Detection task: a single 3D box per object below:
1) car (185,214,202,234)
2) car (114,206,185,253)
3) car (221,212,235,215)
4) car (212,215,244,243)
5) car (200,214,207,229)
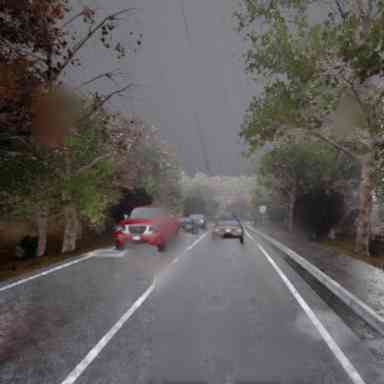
[{"bbox_3d":[-0.609,2.798,28.022,1.994,1.385,4.181,1,-4,7],"label":"car"},{"bbox_3d":[-1.957,1.680,16.261,2.150,2.045,5.566,1,-3,7],"label":"car"},{"bbox_3d":[4.682,3.585,42.793,2.150,2.045,5.566,1,-4,7],"label":"car"},{"bbox_3d":[2.242,2.329,20.636,2.033,1.411,5.357,1,-4,6],"label":"car"},{"bbox_3d":[0.526,3.310,38.112,2.097,1.767,4.553,1,-4,7],"label":"car"}]
